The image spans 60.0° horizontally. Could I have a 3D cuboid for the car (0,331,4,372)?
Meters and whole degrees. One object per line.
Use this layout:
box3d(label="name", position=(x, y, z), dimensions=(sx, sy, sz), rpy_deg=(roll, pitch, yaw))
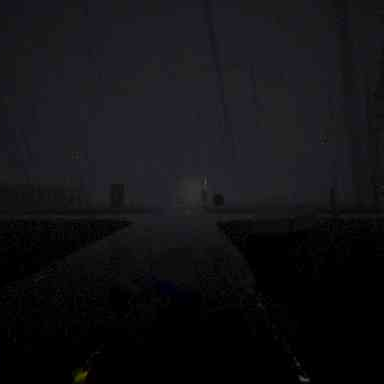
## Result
box3d(label="car", position=(-2.849, 1.614, 1.149), dimensions=(1.895, 1.301, 4.718), rpy_deg=(0, -1, 0))

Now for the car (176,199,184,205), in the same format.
box3d(label="car", position=(-2.754, 2.295, 79.332), dimensions=(2.033, 1.411, 5.357), rpy_deg=(0, -1, 0))
